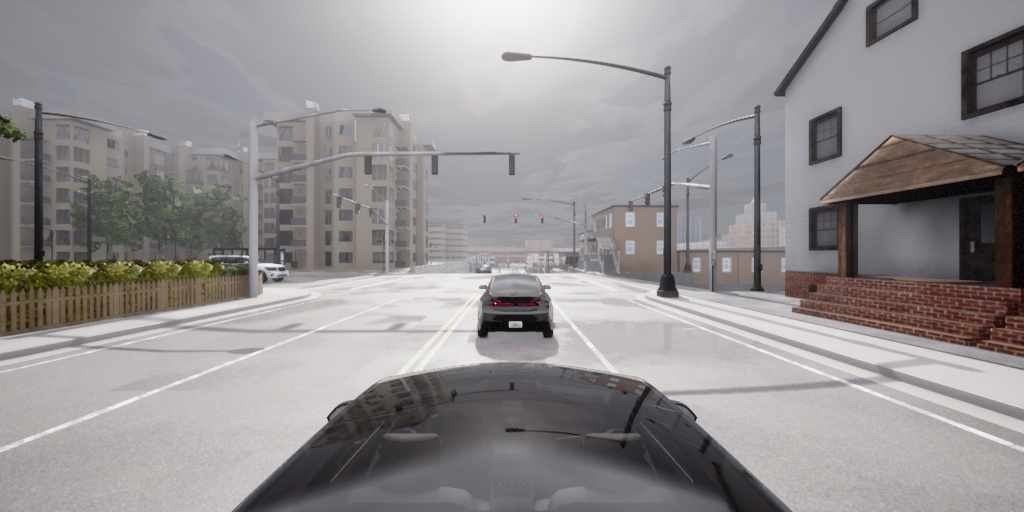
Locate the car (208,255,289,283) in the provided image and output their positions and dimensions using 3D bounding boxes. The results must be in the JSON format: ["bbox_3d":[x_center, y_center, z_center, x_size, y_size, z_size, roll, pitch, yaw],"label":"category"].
[{"bbox_3d":[-19.962,0.967,26.961,5.566,2.045,2.150,0,0,1],"label":"car"}]

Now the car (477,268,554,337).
[{"bbox_3d":[0.090,1.253,10.276,1.837,1.490,4.892,0,0,0],"label":"car"}]

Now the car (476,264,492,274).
[{"bbox_3d":[-3.630,1.746,47.089,2.128,1.511,4.902,0,-5,0],"label":"car"}]
